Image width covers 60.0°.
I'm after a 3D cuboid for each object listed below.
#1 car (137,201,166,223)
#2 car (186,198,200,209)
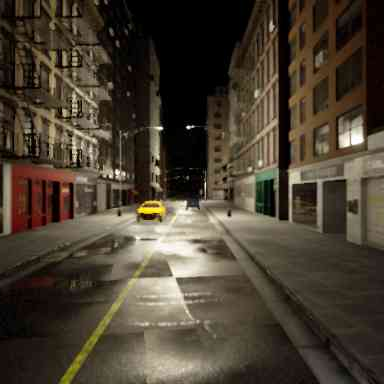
[{"bbox_3d":[-3.092,1.484,26.001,1.882,1.535,5.008,0,0,0],"label":"car"},{"bbox_3d":[0.110,1.572,45.397,2.033,1.411,5.357,0,0,0],"label":"car"}]
